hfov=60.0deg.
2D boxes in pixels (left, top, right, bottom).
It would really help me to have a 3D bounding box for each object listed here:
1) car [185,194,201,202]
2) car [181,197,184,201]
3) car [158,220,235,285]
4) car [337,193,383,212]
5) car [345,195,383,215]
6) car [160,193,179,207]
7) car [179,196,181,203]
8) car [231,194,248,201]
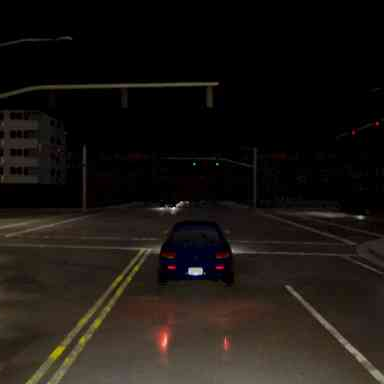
[{"bbox_3d":[0.578,1.553,73.928,2.128,1.511,4.902,0,0,15],"label":"car"},{"bbox_3d":[-3.470,1.382,70.513,2.097,1.767,4.553,0,0,2],"label":"car"},{"bbox_3d":[0.129,1.529,9.400,1.812,1.442,4.674,0,0,1],"label":"car"},{"bbox_3d":[18.123,1.094,34.582,5.566,2.045,2.150,-1,0,0],"label":"car"},{"bbox_3d":[17.536,1.352,31.085,5.008,1.535,1.882,-1,0,1],"label":"car"},{"bbox_3d":[-3.596,1.241,50.999,2.150,2.045,5.566,0,0,0],"label":"car"},{"bbox_3d":[-3.578,1.549,60.635,1.812,1.442,4.674,0,0,1],"label":"car"},{"bbox_3d":[12.791,1.388,88.698,4.553,1.767,2.097,0,0,-24],"label":"car"}]
